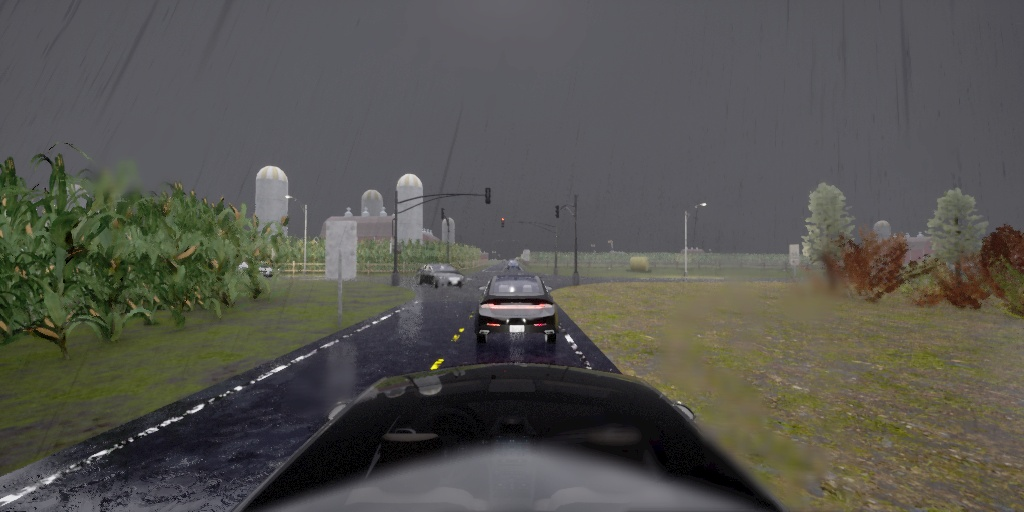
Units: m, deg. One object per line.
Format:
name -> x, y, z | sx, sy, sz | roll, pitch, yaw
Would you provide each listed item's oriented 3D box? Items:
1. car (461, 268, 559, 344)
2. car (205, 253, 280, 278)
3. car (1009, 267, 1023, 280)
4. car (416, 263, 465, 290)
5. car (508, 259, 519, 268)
car -> 0.101, 1.245, 9.623 | 2.128, 1.511, 4.902 | 0, 0, 0
car -> -21.816, 0.769, 28.668 | 5.566, 2.045, 2.150 | 1, -1, -3
car -> 48.666, 1.720, 33.478 | 4.674, 1.442, 1.812 | 1, -1, -5
car -> -4.590, 1.240, 22.736 | 2.128, 1.511, 4.902 | 1, 0, -33
car -> 0.201, 1.353, 58.885 | 2.033, 1.411, 5.357 | 0, 0, 0
